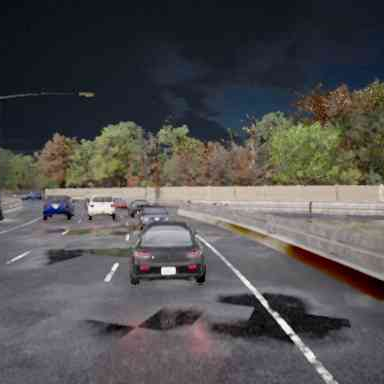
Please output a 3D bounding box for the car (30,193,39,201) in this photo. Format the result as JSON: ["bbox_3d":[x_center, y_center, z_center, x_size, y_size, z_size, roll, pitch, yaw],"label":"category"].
[{"bbox_3d":[-41.097,1.257,86.205,5.566,2.045,2.150,0,0,38],"label":"car"}]

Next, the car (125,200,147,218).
[{"bbox_3d":[-4.972,1.552,31.408,1.837,1.490,4.892,0,0,-16],"label":"car"}]

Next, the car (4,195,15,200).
[{"bbox_3d":[-45.946,1.542,81.054,4.902,1.511,2.128,0,0,38],"label":"car"}]

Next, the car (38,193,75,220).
[{"bbox_3d":[-11.439,1.271,28.815,2.150,2.045,5.566,0,0,-15],"label":"car"}]

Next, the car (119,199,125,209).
[{"bbox_3d":[-10.194,1.636,45.340,1.994,1.385,4.181,0,0,-23],"label":"car"}]

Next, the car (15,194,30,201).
[{"bbox_3d":[-43.730,1.557,83.763,5.357,1.411,2.033,0,0,38],"label":"car"}]

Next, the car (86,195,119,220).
[{"bbox_3d":[-7.890,1.270,29.134,2.150,2.045,5.566,0,0,-16],"label":"car"}]

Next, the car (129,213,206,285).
[{"bbox_3d":[-0.710,1.539,9.442,1.812,1.442,4.674,0,0,-5],"label":"car"}]

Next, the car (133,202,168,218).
[{"bbox_3d":[-2.440,1.578,21.066,2.033,1.411,5.357,0,0,-11],"label":"car"}]

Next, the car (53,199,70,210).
[{"bbox_3d":[-17.560,1.680,44.680,1.895,1.301,4.718,0,0,-25],"label":"car"}]

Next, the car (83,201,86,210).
[{"bbox_3d":[-12.902,1.619,42.880,2.033,1.411,5.357,0,0,-23],"label":"car"}]
